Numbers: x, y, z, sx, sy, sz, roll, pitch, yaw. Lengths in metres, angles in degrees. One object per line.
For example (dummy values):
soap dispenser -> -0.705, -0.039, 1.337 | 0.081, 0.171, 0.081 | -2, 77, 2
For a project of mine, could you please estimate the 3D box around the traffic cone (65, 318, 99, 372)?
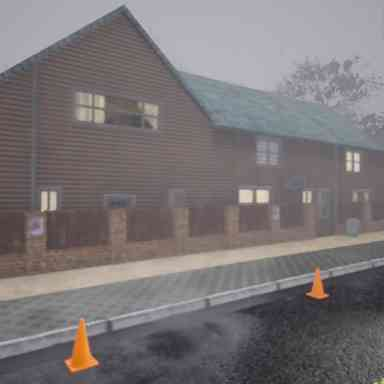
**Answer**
traffic cone -> -1.440, 1.948, 4.352 | 0.340, 0.580, 0.340 | 0, 0, -35

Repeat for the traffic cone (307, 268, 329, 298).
traffic cone -> 2.728, 1.942, 7.205 | 0.340, 0.580, 0.340 | 0, 0, -34
